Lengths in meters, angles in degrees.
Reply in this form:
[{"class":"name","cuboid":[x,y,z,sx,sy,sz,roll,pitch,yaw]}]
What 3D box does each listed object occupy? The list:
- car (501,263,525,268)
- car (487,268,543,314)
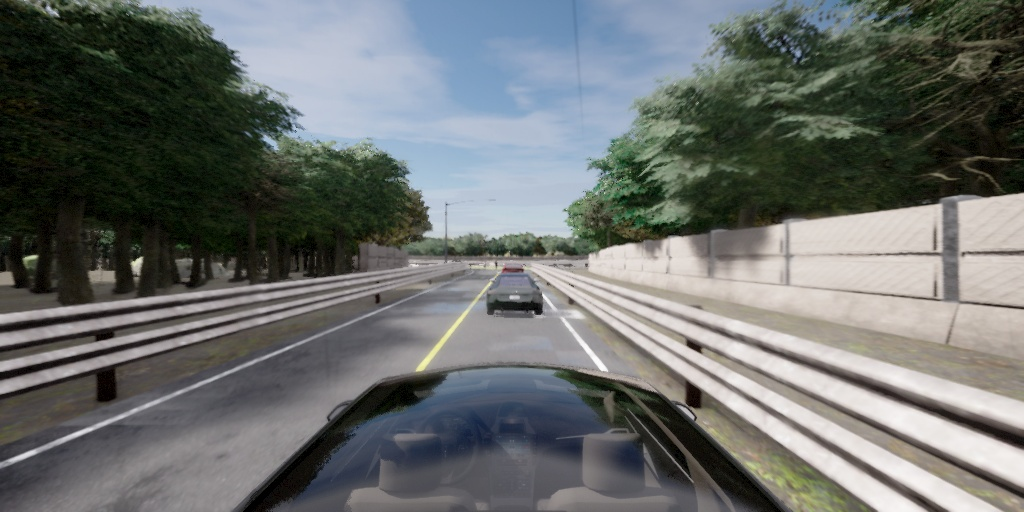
[{"class":"car","cuboid":[0.103,1.304,31.274,1.882,1.535,5.008,1,0,0]},{"class":"car","cuboid":[0.094,1.332,13.829,1.994,1.385,4.181,0,0,0]}]
